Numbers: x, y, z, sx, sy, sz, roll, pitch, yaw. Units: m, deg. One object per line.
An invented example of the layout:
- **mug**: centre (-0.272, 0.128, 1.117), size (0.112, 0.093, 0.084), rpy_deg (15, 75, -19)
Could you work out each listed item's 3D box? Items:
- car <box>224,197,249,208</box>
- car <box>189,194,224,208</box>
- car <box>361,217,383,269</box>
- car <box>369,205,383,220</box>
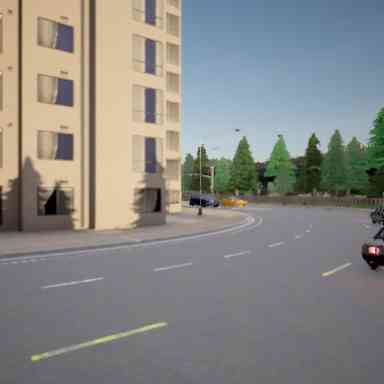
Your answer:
- **car**: centre (6.082, 1.501, 48.112), size (1.882, 1.535, 5.008), rpy_deg (0, 0, -32)
- **car**: centre (1.764, 1.245, 48.394), size (2.150, 2.045, 5.566), rpy_deg (0, 0, -34)
- **car**: centre (6.848, 1.609, 10.263), size (1.895, 1.301, 4.718), rpy_deg (0, 0, 41)
- **car**: centre (13.297, 1.565, 22.080), size (2.033, 1.411, 5.357), rpy_deg (0, 0, 17)
